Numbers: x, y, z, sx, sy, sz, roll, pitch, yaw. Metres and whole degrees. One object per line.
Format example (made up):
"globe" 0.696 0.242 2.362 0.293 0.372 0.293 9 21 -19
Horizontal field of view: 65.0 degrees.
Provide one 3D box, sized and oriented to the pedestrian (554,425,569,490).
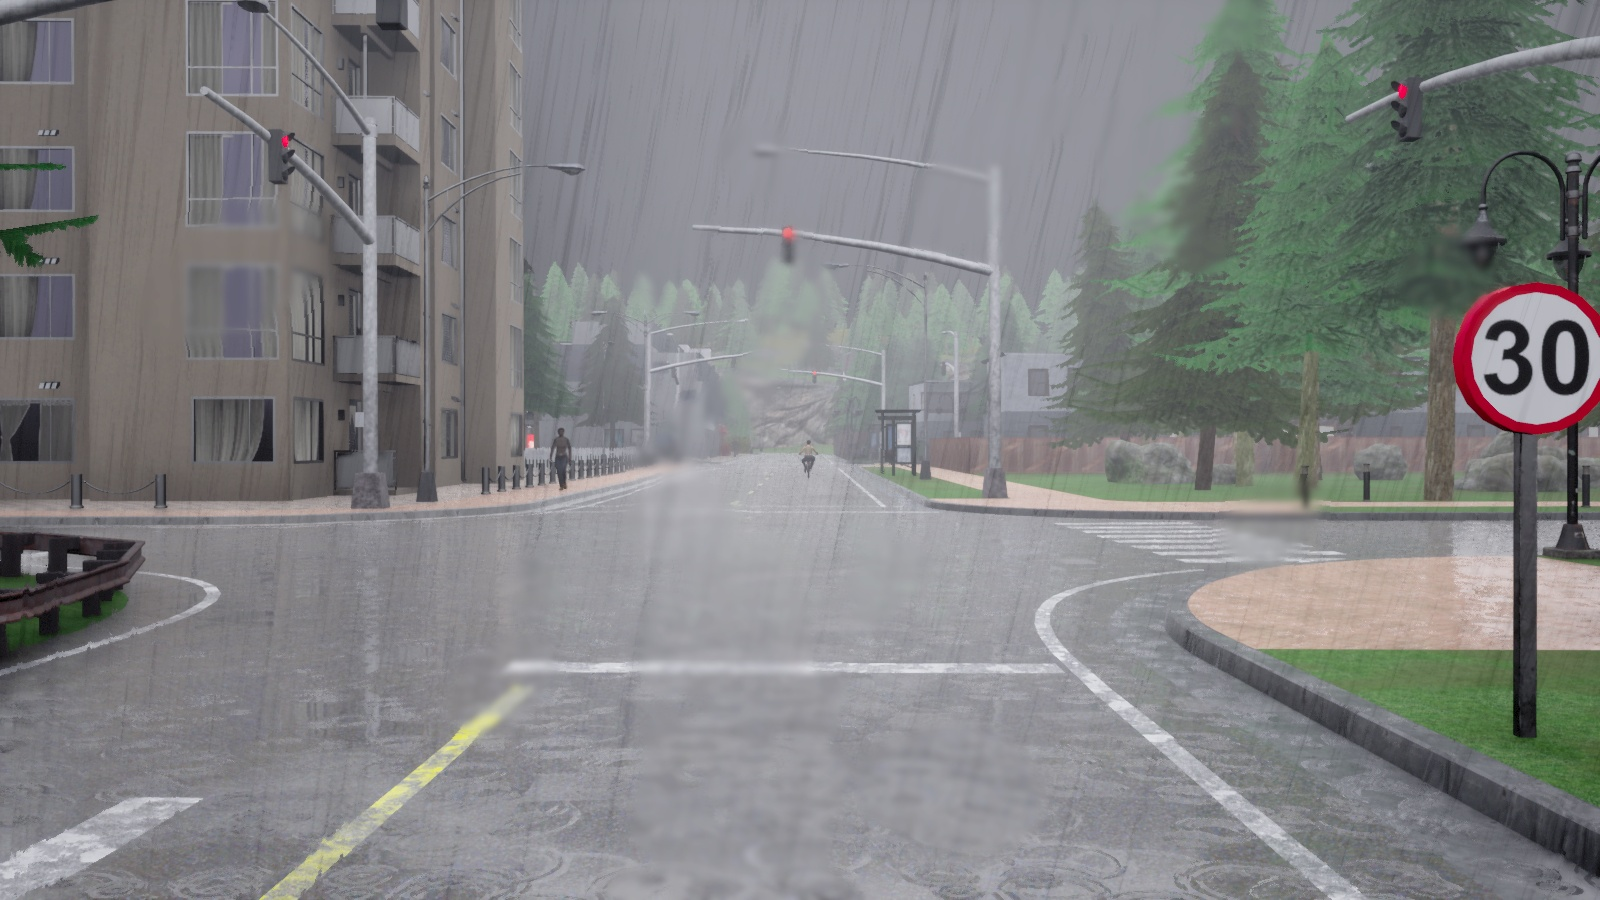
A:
"pedestrian" -6.677 0.204 35.144 0.328 1.805 0.869 0 0 -5
